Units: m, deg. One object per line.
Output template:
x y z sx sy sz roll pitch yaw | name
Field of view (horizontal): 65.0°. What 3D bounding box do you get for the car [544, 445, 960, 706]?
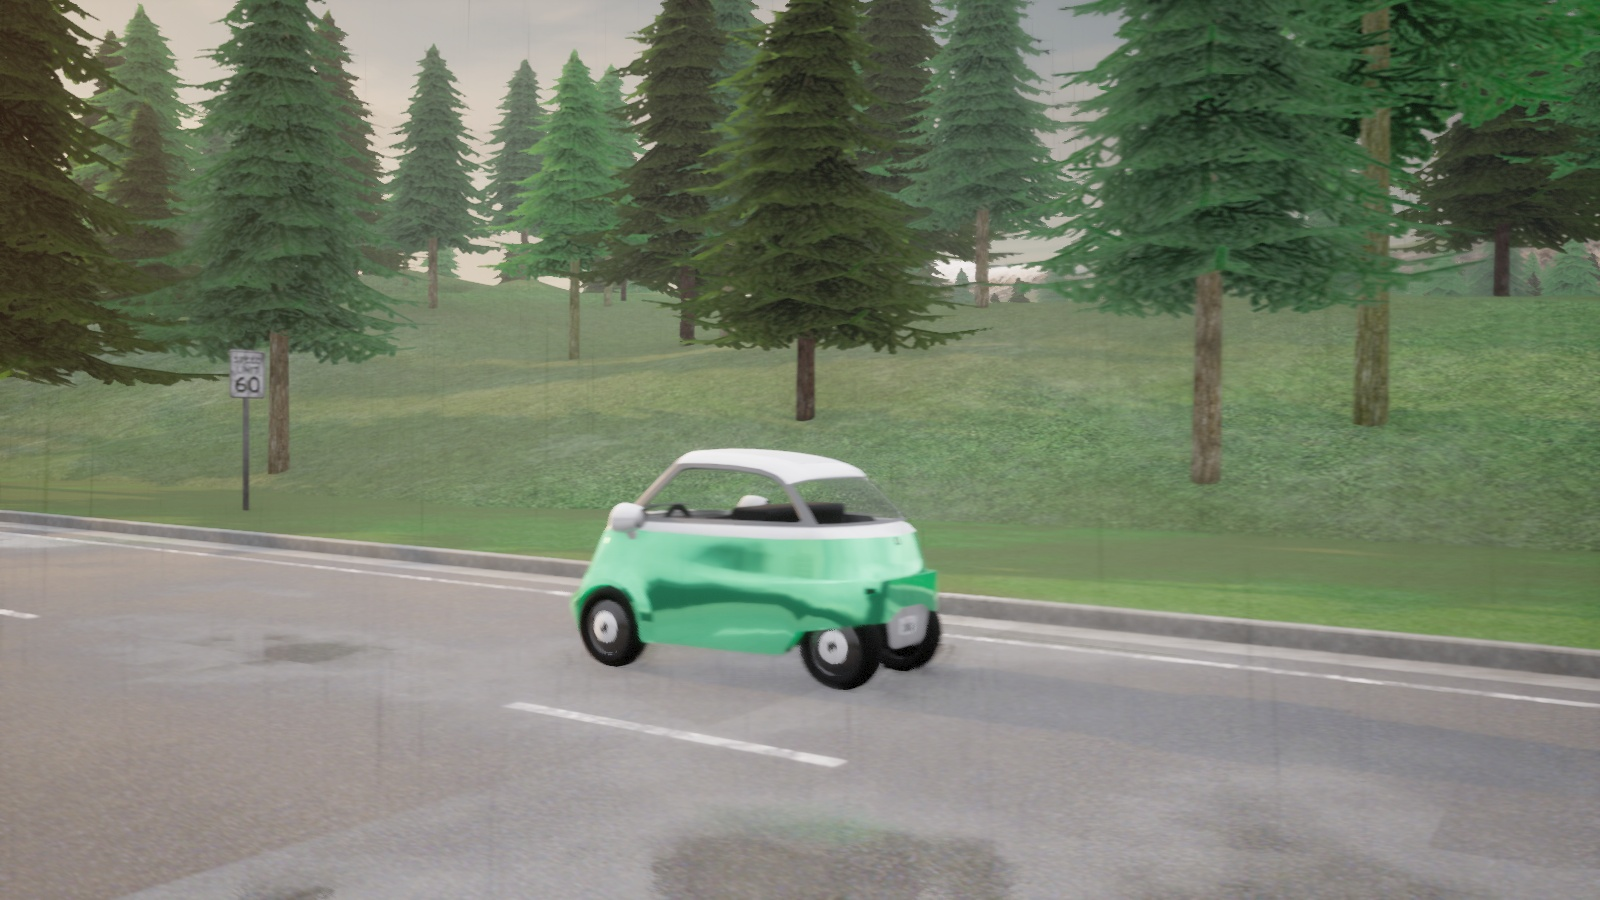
-0.303 0.678 8.040 2.207 1.376 1.481 1 1 34 | car
